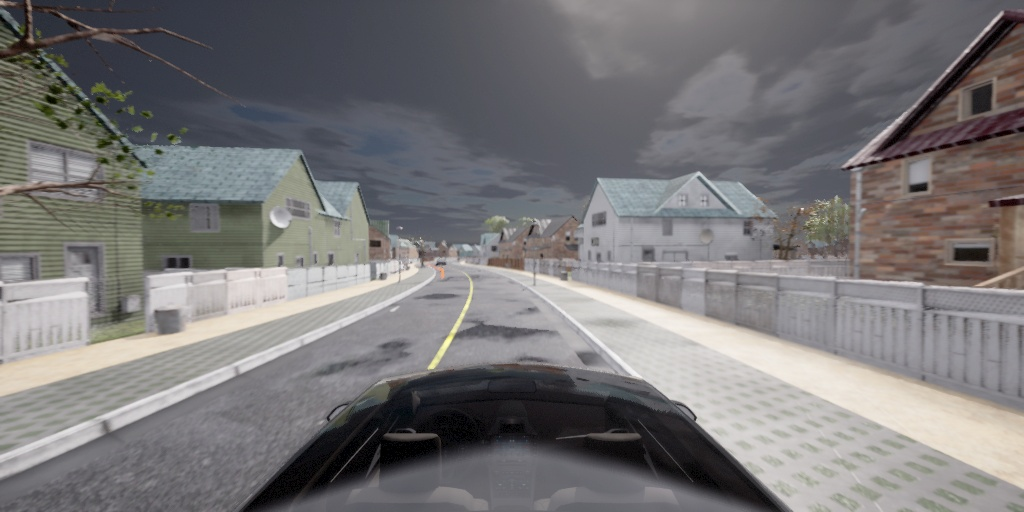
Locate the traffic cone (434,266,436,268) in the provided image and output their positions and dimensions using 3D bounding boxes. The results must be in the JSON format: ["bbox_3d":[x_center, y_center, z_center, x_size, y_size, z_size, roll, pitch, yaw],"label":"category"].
[{"bbox_3d":[-11.792,1.790,56.976,0.340,0.580,0.340,0,0,-16],"label":"traffic cone"}]

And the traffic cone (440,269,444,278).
[{"bbox_3d":[-6.386,1.737,32.884,0.340,0.580,0.340,0,0,-9],"label":"traffic cone"}]
